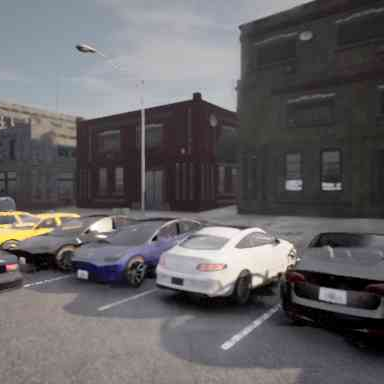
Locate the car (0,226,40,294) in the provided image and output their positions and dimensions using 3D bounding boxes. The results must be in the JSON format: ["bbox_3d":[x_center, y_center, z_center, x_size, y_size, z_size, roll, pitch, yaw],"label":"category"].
[{"bbox_3d":[-5.994,1.576,7.649,5.357,1.411,2.033,0,0,35],"label":"car"}]

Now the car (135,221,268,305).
[{"bbox_3d":[1.050,1.531,8.201,2.002,1.452,4.674,0,0,35],"label":"car"}]

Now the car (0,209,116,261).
[{"bbox_3d":[-5.762,1.517,12.831,1.946,1.575,5.366,0,0,35],"label":"car"}]

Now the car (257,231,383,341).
[{"bbox_3d":[3.344,1.512,6.606,2.163,1.488,4.792,0,0,35],"label":"car"}]
